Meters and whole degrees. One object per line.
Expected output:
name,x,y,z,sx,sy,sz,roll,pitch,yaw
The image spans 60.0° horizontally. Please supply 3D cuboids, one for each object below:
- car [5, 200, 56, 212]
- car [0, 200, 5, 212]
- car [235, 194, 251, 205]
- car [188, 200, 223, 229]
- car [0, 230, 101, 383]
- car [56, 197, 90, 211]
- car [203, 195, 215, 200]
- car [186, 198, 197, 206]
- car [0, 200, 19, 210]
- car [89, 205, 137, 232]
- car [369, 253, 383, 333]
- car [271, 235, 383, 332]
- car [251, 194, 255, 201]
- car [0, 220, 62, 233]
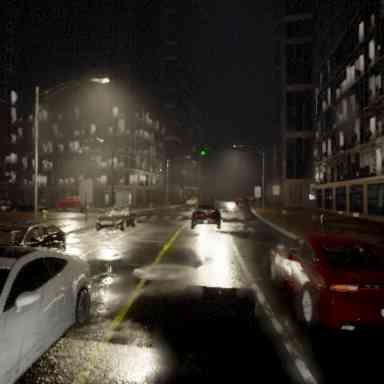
car,-17.666,1.620,36.466,4.313,1.339,1.947,0,-1,12
car,-23.129,1.629,37.660,4.403,1.369,2.008,0,-1,12
car,8.961,1.436,60.091,2.192,1.841,5.009,1,0,12
car,0.996,1.526,22.137,1.837,1.490,4.892,0,0,5
car,-2.730,1.526,4.289,1.812,1.442,4.674,0,0,1
car,-15.989,1.522,44.169,5.009,1.841,2.192,0,-1,12
car,3.799,1.512,73.687,2.192,1.841,5.009,1,0,13
car,0.090,1.653,57.381,1.752,1.417,4.829,1,0,11
car,-26.920,1.806,46.555,4.403,1.369,2.008,0,-1,12
car,-4.553,1.571,20.431,2.008,1.369,4.403,1,0,4
car,2.729,1.444,1.218,1.967,1.590,4.097,1,0,1
car,2.822,1.551,6.860,1.887,1.381,4.507,1,0,2
car,16.576,1.815,92.707,1.752,1.417,4.829,1,0,13
car,-5.115,1.555,9.629,2.008,1.369,4.403,1,0,2
